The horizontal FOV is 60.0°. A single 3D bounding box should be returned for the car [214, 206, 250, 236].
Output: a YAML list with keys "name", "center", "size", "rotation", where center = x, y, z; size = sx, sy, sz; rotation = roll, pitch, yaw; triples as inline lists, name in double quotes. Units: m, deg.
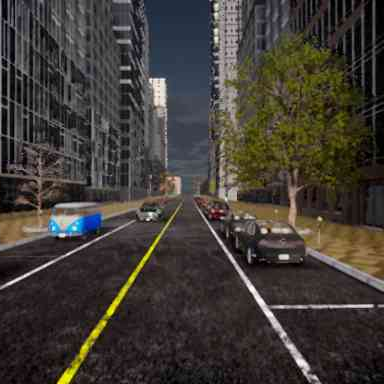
- name: "car"
  center: [2.492, 1.639, 17.243]
  size: [2.008, 1.369, 4.403]
  rotation: [0, 0, -1]

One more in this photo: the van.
- name: "van"
  center: [-5.888, 1.450, 17.145]
  size: [1.690, 1.788, 3.998]
  rotation: [0, 0, -1]

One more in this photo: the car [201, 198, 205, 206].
- name: "car"
  center: [2.282, 1.607, 34.319]
  size: [1.967, 1.590, 4.097]
  rotation: [0, 0, -1]

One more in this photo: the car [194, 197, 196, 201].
- name: "car"
  center: [1.795, 1.891, 74.163]
  size: [1.947, 1.339, 4.313]
  rotation: [0, 0, -1]

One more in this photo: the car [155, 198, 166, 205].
- name: "car"
  center: [-6.515, 1.871, 68.374]
  size: [1.887, 1.381, 4.507]
  rotation: [0, 0, -1]

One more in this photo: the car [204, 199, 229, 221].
- name: "car"
  center: [2.352, 1.582, 28.628]
  size: [1.967, 1.590, 4.097]
  rotation: [0, 0, -1]

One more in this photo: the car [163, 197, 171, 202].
- name: "car"
  center: [-6.794, 1.967, 91.144]
  size: [1.947, 1.339, 4.313]
  rotation: [0, 0, -1]

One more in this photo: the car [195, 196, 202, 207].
- name: "car"
  center: [2.004, 1.809, 57.087]
  size: [1.887, 1.381, 4.507]
  rotation: [0, 0, -1]

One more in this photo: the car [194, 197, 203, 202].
- name: "car"
  center: [1.656, 1.929, 85.546]
  size: [1.947, 1.339, 4.313]
  rotation: [0, 0, -1]

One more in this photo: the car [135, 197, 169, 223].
- name: "car"
  center: [-3.323, 1.501, 27.227]
  size: [2.097, 1.767, 4.553]
  rotation: [0, 0, -1]

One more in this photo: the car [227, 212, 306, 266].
- name: "car"
  center: [2.562, 1.610, 11.551]
  size: [2.008, 1.369, 4.403]
  rotation: [0, 0, -1]
